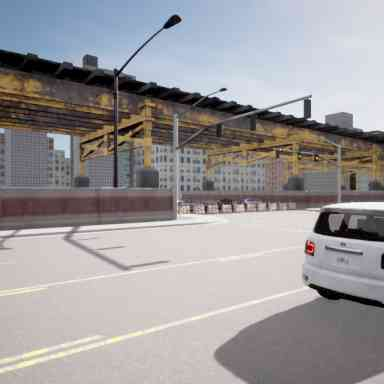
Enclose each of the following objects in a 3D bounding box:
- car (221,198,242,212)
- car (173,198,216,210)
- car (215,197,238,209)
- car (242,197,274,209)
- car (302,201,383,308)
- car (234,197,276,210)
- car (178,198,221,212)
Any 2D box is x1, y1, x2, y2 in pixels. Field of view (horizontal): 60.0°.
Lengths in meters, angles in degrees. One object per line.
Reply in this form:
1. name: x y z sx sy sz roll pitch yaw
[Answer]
1. car: 4.133 1.453 39.225 2.038 1.542 4.974 0 0 18
2. car: 0.330 1.295 36.556 4.536 1.218 1.853 0 0 8
3. car: 4.148 1.295 39.275 1.853 1.218 4.536 0 0 18
4. car: 8.000 1.295 42.969 4.536 1.218 1.853 0 0 -7
5. car: 4.732 1.221 7.133 5.566 2.045 2.150 0 0 -35
6. car: 8.052 1.453 42.975 4.974 1.542 2.038 0 0 -7
7. car: 0.381 1.453 36.549 4.974 1.542 2.038 0 0 8
